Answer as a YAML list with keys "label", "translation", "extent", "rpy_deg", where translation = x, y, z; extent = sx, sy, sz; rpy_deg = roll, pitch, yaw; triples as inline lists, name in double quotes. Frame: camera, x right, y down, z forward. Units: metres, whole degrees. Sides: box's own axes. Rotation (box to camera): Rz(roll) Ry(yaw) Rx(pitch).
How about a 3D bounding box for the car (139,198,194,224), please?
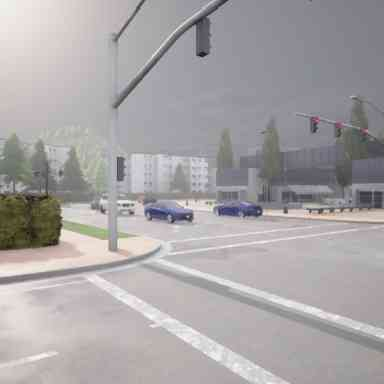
- label: "car"
  translation: [-1.815, 1.478, 25.359]
  extent: [1.882, 1.535, 5.008]
  rpy_deg: [0, 0, -37]

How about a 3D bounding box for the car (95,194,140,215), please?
- label: "car"
  translation: [-7.624, 1.221, 33.538]
  extent: [2.150, 2.045, 5.566]
  rpy_deg: [0, 0, -32]

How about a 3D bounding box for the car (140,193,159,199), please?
- label: "car"
  translation: [-7.192, 1.223, 59.039]
  extent: [2.150, 2.045, 5.566]
  rpy_deg: [0, 0, 1]

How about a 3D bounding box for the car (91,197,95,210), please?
- label: "car"
  translation: [-11.939, 1.352, 42.924]
  extent: [2.097, 1.767, 4.553]
  rpy_deg: [0, 0, -17]

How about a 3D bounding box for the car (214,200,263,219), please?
- label: "car"
  translation: [3.973, 1.477, 29.334]
  extent: [1.882, 1.535, 5.008]
  rpy_deg: [0, 0, -37]

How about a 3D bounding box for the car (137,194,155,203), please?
- label: "car"
  translation: [-9.312, 1.352, 68.117]
  extent: [2.097, 1.767, 4.553]
  rpy_deg: [0, 0, 15]
